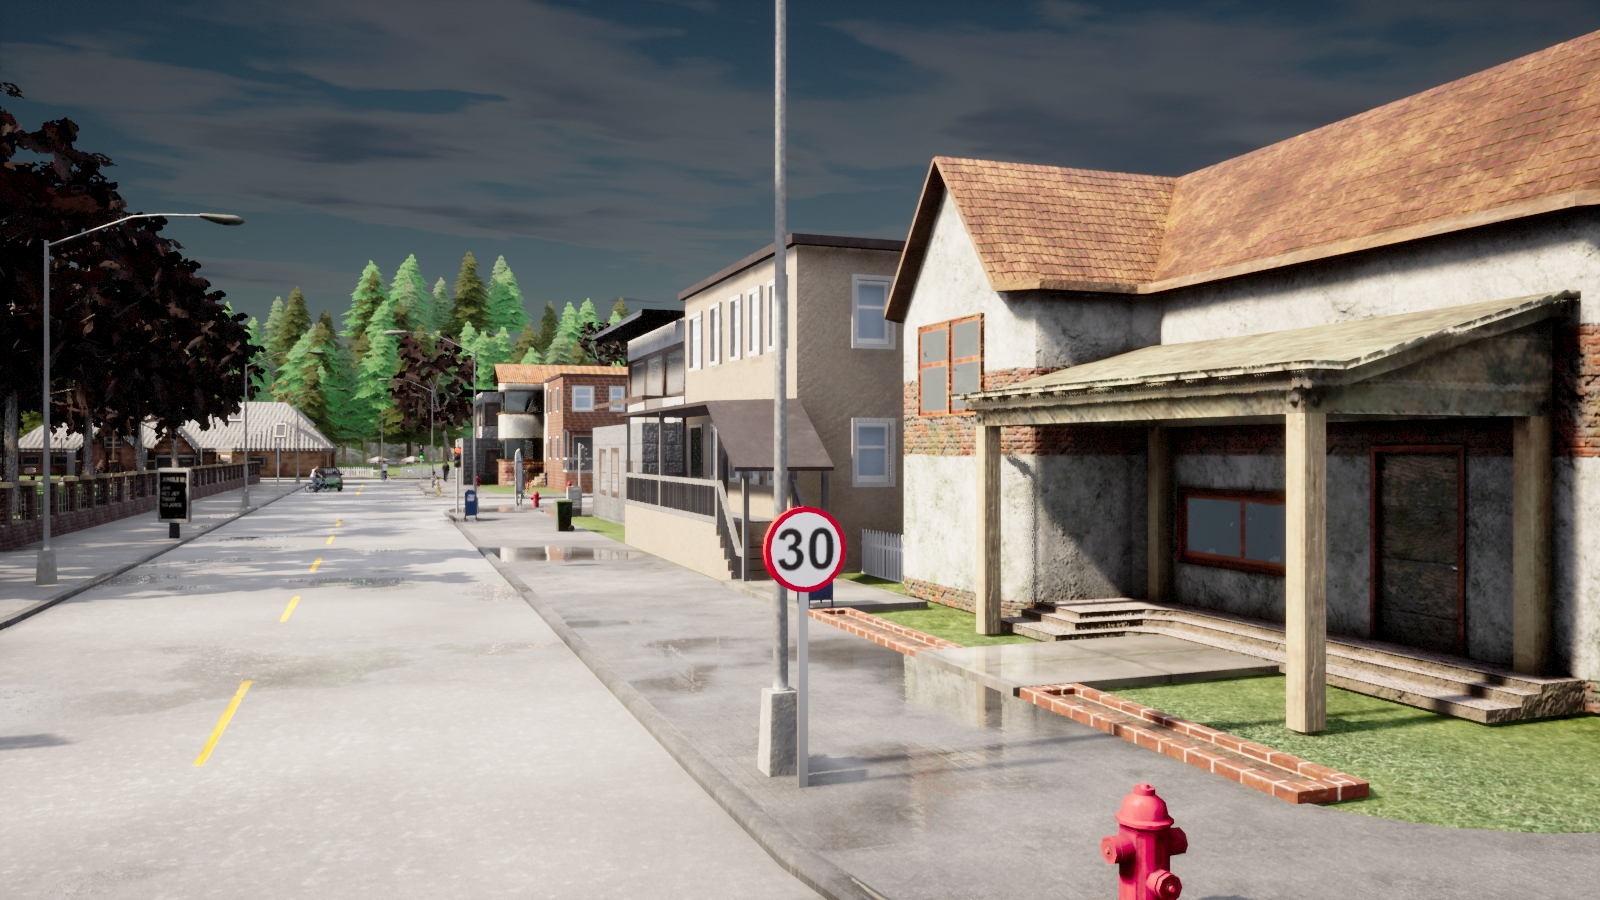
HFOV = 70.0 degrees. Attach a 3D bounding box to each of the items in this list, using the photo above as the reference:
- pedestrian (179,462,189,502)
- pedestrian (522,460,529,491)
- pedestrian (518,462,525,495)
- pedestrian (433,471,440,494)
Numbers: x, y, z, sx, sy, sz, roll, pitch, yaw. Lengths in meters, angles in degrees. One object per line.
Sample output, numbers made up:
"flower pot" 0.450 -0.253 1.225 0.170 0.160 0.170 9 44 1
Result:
"pedestrian" -29.332 1.525 54.442 0.375 1.860 0.375 0 0 -20
"pedestrian" -16.597 1.516 69.046 0.375 1.860 0.375 0 0 -11
"pedestrian" -15.817 1.628 64.850 0.375 1.860 0.375 0 0 -21
"pedestrian" -21.294 1.908 66.939 0.375 1.300 0.375 0 0 -20
